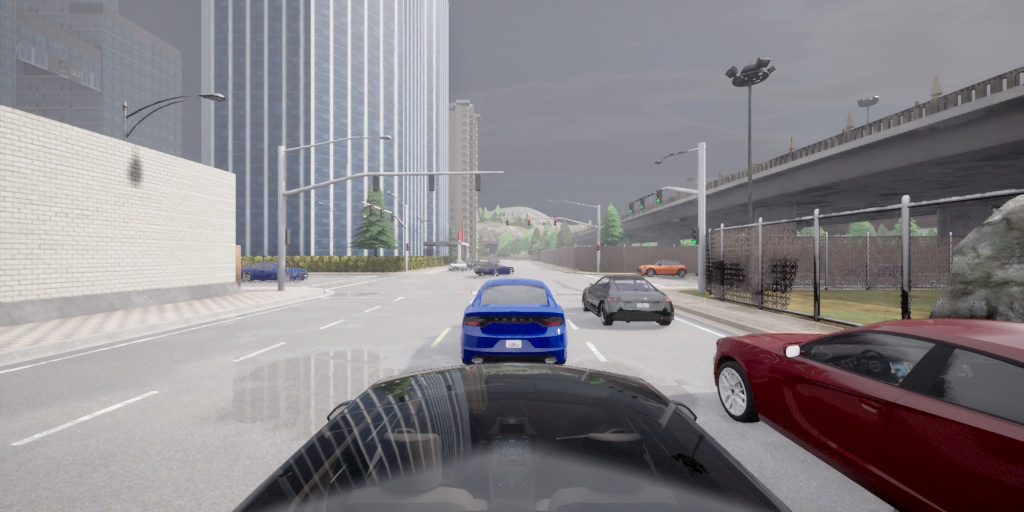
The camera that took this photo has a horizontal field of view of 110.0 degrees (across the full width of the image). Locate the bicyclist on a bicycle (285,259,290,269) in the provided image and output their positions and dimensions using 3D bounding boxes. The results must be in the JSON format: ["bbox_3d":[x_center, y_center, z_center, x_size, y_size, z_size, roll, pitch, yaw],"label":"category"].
[{"bbox_3d":[-25.301,1.106,40.213,0.582,1.620,1.656,0,0,0],"label":"bicyclist on a bicycle"}]

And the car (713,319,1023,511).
[{"bbox_3d":[3.601,1.228,2.757,1.882,1.535,5.008,0,0,0],"label":"car"}]

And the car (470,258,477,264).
[{"bbox_3d":[-7.086,1.102,56.176,2.097,1.767,4.553,0,0,0],"label":"car"}]

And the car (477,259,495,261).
[{"bbox_3d":[-3.586,1.351,51.935,1.895,1.301,4.718,0,0,0],"label":"car"}]

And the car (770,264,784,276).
[{"bbox_3d":[24.425,1.406,35.536,4.718,1.301,1.895,0,0,0],"label":"car"}]

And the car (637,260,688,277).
[{"bbox_3d":[14.757,1.157,35.515,4.553,1.767,2.097,0,0,0],"label":"car"}]

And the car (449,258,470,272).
[{"bbox_3d":[-7.092,1.276,47.311,1.812,1.442,4.674,0,0,0],"label":"car"}]

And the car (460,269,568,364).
[{"bbox_3d":[0.053,1.228,8.090,1.882,1.535,5.008,0,0,1],"label":"car"}]

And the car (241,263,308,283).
[{"bbox_3d":[-18.763,1.283,28.245,5.008,1.535,1.882,0,0,0],"label":"car"}]

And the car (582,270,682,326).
[{"bbox_3d":[3.574,1.314,11.751,1.994,1.385,4.181,0,0,0],"label":"car"}]

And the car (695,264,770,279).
[{"bbox_3d":[19.395,1.353,32.025,5.357,1.411,2.033,0,0,0],"label":"car"}]

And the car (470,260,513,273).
[{"bbox_3d":[-1.694,1.381,35.614,1.895,1.301,4.718,0,0,30],"label":"car"}]

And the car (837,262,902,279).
[{"bbox_3d":[32.048,1.283,32.046,5.008,1.535,1.882,0,0,0],"label":"car"}]
